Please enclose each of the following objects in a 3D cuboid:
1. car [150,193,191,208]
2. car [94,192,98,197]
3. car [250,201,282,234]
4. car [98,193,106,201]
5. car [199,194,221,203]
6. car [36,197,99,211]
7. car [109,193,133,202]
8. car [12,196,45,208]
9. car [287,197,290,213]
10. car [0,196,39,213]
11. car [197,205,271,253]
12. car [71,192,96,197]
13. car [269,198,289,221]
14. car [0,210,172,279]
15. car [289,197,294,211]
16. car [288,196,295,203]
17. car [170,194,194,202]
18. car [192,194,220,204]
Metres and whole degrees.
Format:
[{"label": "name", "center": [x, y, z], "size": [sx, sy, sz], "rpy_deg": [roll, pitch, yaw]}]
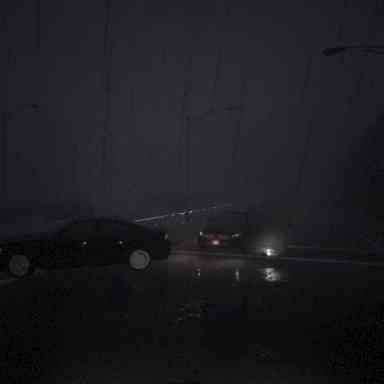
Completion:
[{"label": "car", "center": [-2.992, 1.074, 41.781], "size": [4.605, 1.855, 1.932], "rpy_deg": [0, 0, 18]}, {"label": "car", "center": [-21.896, 1.298, 67.982], "size": [3.806, 1.475, 1.970], "rpy_deg": [0, 0, 18]}, {"label": "car", "center": [3.947, 1.490, 19.316], "size": [1.837, 1.490, 4.892], "rpy_deg": [0, 0, 19]}, {"label": "car", "center": [-20.256, 1.013, 70.938], "size": [3.866, 1.878, 1.905], "rpy_deg": [0, 0, 18]}, {"label": "car", "center": [3.367, 1.201, 62.977], "size": [3.806, 1.475, 1.970], "rpy_deg": [0, 0, 18]}, {"label": "car", "center": [-9.052, 1.356, 24.212], "size": [3.633, 1.501, 1.845], "rpy_deg": [0, 0, 18]}, {"label": "car", "center": [-13.848, 1.045, 65.313], "size": [4.605, 1.855, 1.932], "rpy_deg": [0, 0, 18]}, {"label": "car", "center": [-21.725, 1.273, 44.277], "size": [3.633, 1.501, 1.845], "rpy_deg": [0, 0, 18]}, {"label": "car", "center": [7.728, 1.486, 30.528], "size": [1.837, 1.490, 4.892], "rpy_deg": [0, 0, 19]}, {"label": "car", "center": [-15.134, 1.356, 29.404], "size": [3.806, 1.475, 1.970], "rpy_deg": [0, 0, 18]}, {"label": "car", "center": [1.804, 1.514, 13.906], "size": [1.812, 1.442, 4.674], "rpy_deg": [0, 0, 24]}, {"label": "car", "center": [-18.496, 1.248, 53.734], "size": [4.514, 1.523, 2.007], "rpy_deg": [0, 0, 18]}, {"label": "car", "center": [5.854, 1.474, 24.963], "size": [2.128, 1.511, 4.902], "rpy_deg": [0, 0, 19]}, {"label": "car", "center": [-3.121, 1.475, 9.891], "size": [5.008, 1.535, 1.882], "rpy_deg": [0, 0, -17]}, {"label": "car", "center": [9.764, 1.543, 36.568], "size": [1.994, 1.385, 4.181], "rpy_deg": [0, 0, 19]}, {"label": "car", "center": [11.632, 1.482, 42.124], "size": [1.837, 1.490, 4.892], "rpy_deg": [0, 0, 19]}, {"label": "car", "center": [-2.145, 1.257, 68.698], "size": [4.514, 1.523, 2.007], "rpy_deg": [0, 0, 18]}, {"label": "car", "center": [1.626, 1.125, 56.792], "size": [5.027, 1.636, 2.152], "rpy_deg": [0, 0, 18]}]
